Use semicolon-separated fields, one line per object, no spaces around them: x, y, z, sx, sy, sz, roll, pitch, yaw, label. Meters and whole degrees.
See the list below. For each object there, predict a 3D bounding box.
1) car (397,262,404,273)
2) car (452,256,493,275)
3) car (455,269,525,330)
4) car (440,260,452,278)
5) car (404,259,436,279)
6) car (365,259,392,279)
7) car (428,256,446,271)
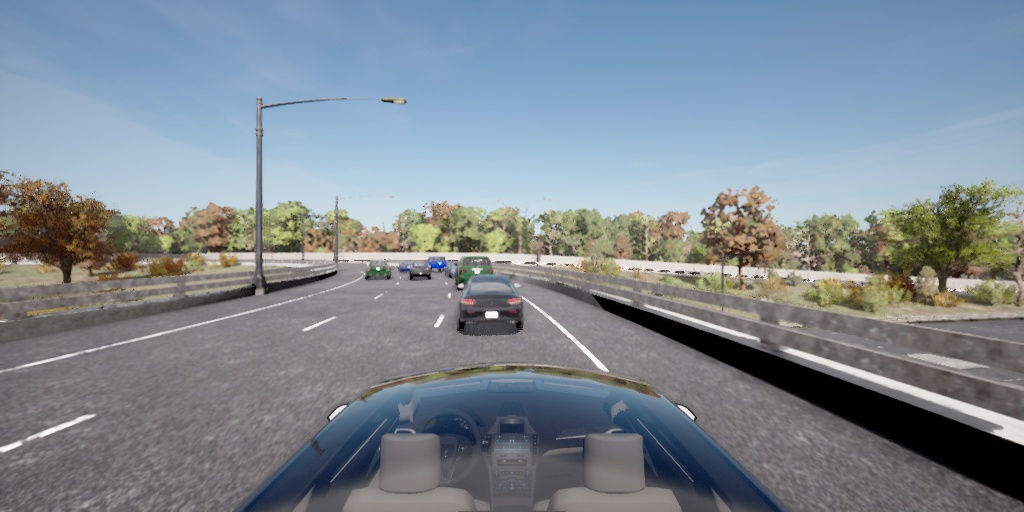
-13.503;1.384;46.007;1.994;1.385;4.181;0;0;-23;car
-2.493;1.003;23.077;2.150;2.045;5.566;0;0;-11;car
-0.698;1.289;11.099;1.812;1.442;4.674;0;0;-5;car
-5.492;1.345;34.982;2.033;1.411;5.357;0;0;-17;car
-8.547;1.291;33.063;2.128;1.511;4.902;0;0;-17;car
-12.291;1.155;33.222;2.097;1.767;4.553;0;0;-17;car
-9.934;1.041;46.644;2.150;2.045;5.566;0;0;-23;car
